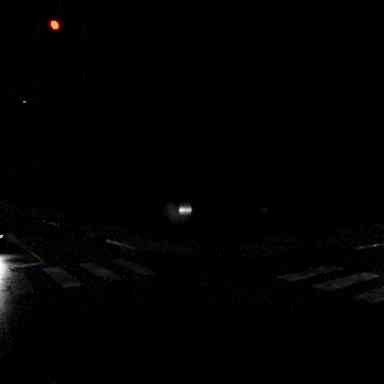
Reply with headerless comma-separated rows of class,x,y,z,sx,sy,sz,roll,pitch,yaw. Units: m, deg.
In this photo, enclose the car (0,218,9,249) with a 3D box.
car,-9.026,1.561,14.209,2.033,1.411,5.357,0,0,-32
